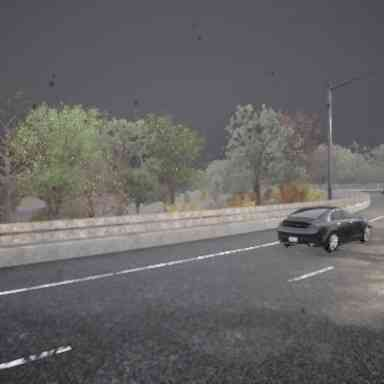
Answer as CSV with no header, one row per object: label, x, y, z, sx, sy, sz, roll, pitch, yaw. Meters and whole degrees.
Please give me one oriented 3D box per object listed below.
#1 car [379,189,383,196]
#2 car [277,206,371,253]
car,46.517,-0.019,79.306,2.097,1.767,4.553,-1,1,5
car,5.224,1.314,12.857,4.892,1.490,1.837,-1,1,-42
